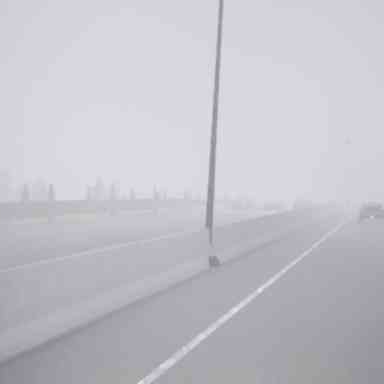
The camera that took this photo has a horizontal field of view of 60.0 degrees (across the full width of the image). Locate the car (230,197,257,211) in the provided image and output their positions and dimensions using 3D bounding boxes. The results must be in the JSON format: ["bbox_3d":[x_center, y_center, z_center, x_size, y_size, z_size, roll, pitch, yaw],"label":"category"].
[{"bbox_3d":[6.310,1.364,40.817,2.097,1.767,4.553,0,-1,30],"label":"car"}]

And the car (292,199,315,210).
[{"bbox_3d":[12.833,1.517,38.108,2.128,1.511,4.902,0,-1,30],"label":"car"}]

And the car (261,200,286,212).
[{"bbox_3d":[9.828,1.593,39.903,1.994,1.385,4.181,0,-1,30],"label":"car"}]

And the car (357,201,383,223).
[{"bbox_3d":[13.790,1.480,25.356,1.837,1.490,4.892,0,0,30],"label":"car"}]
